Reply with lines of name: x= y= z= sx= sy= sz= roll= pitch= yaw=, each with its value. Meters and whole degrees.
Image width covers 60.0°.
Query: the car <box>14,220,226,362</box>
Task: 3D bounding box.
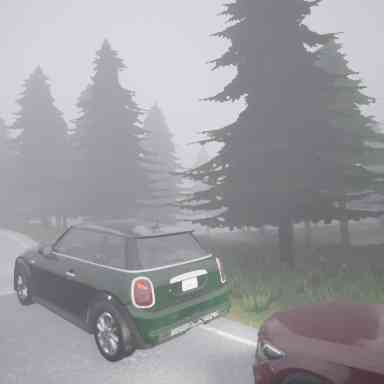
car: x=-1.564 y=1.309 z=6.193 sx=4.553 sy=1.767 sz=2.097 roll=1 pitch=1 yaw=44

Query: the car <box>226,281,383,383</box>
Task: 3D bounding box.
car: x=2.773 y=1.533 z=2.581 sx=4.674 sy=1.442 sz=1.812 roll=1 pitch=0 yaw=36
